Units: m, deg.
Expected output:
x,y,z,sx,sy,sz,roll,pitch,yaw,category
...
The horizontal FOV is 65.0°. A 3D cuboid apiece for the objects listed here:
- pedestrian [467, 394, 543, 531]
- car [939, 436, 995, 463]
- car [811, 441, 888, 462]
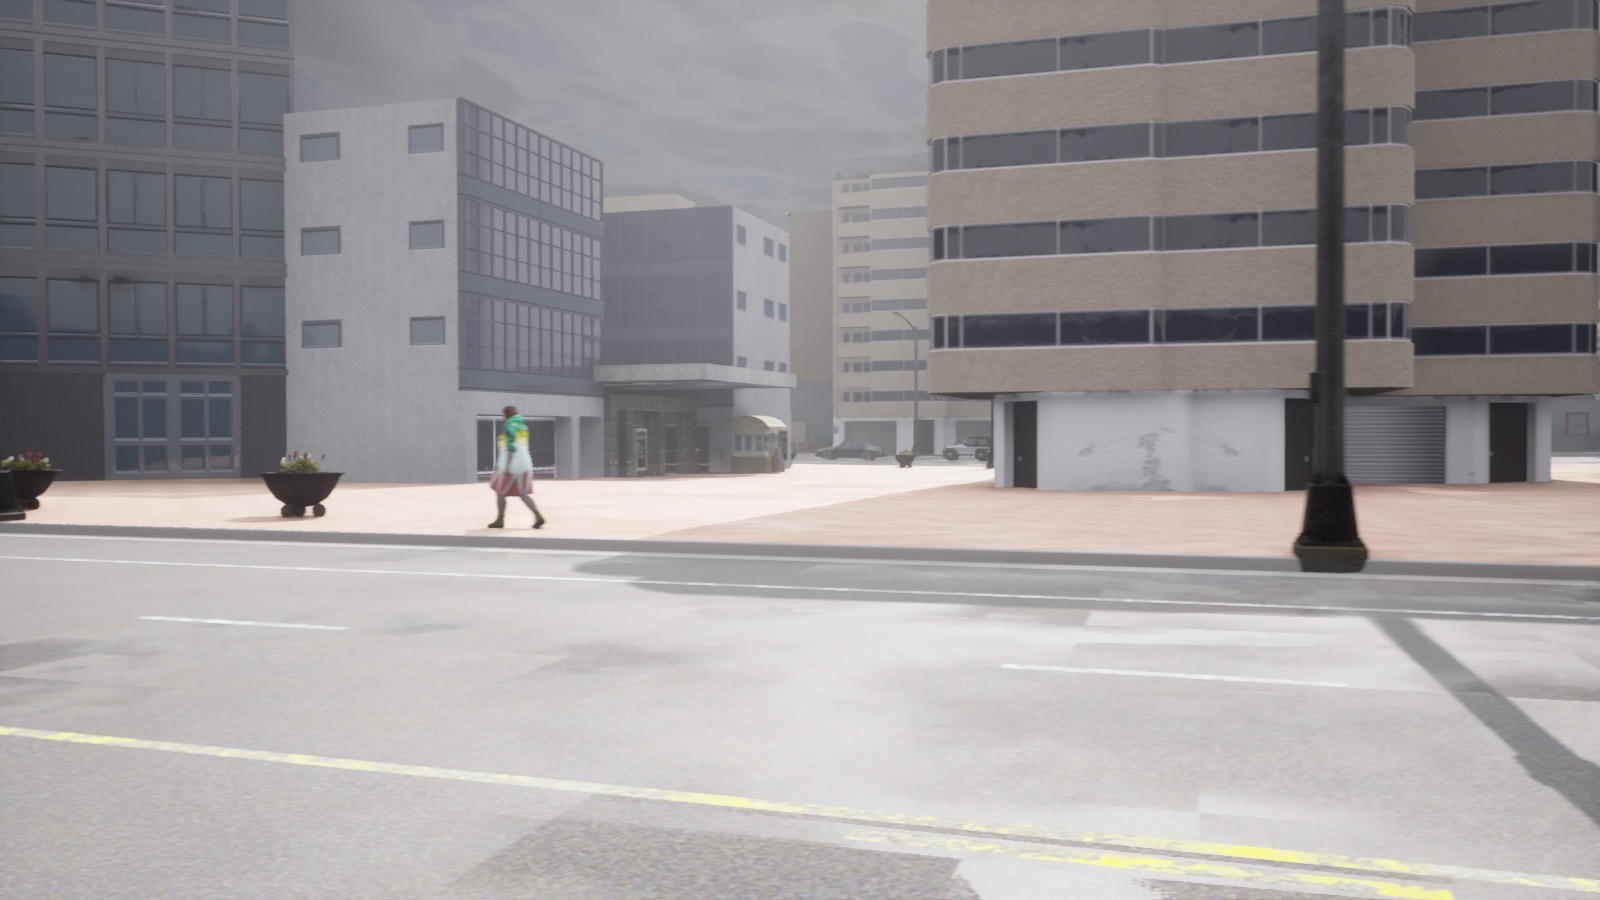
x,y,z,sx,sy,sz,roll,pitch,yaw,category
-4.291,0.172,18.308,0.873,1.952,0.659,0,1,16,pedestrian
12.455,-0.034,93.582,3.866,1.878,1.905,1,1,17,car
3.664,0.084,92.616,5.357,1.411,2.033,1,1,17,car
